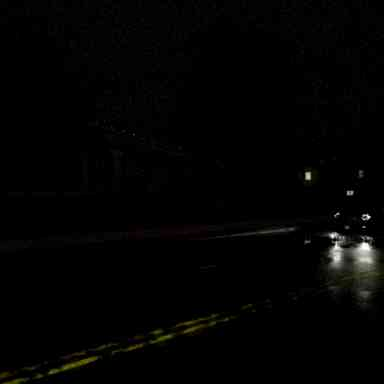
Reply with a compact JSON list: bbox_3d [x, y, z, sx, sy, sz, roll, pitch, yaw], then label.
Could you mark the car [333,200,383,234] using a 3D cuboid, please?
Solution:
[{"bbox_3d":[9.983,1.282,18.798,4.553,1.767,2.097,0,0,-36],"label":"car"}]
